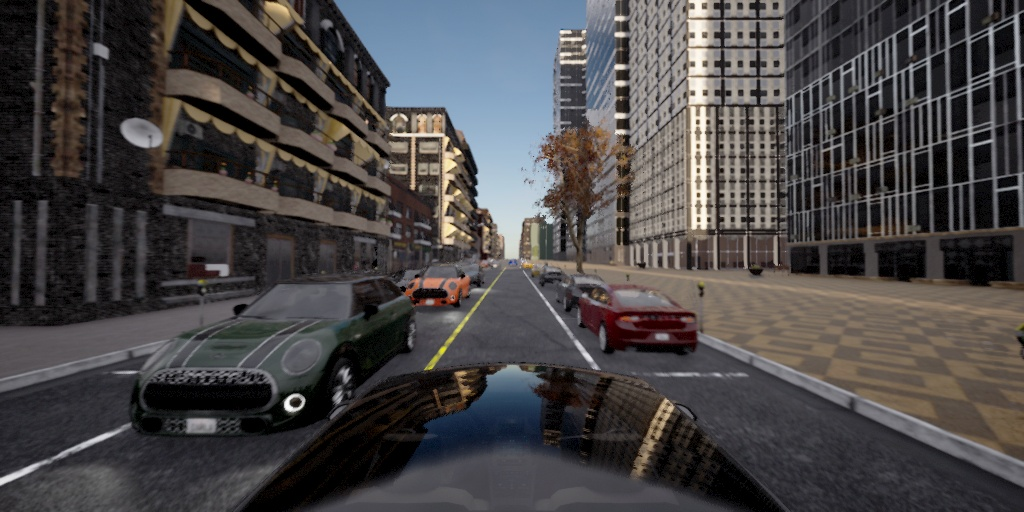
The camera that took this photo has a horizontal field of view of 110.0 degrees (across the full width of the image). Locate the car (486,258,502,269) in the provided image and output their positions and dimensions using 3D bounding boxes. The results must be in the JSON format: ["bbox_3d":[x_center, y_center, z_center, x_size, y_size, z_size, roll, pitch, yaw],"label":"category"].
[{"bbox_3d":[-2.828,1.491,62.823,2.128,1.511,4.902,0,0,1],"label":"car"}]

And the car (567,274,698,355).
[{"bbox_3d":[2.707,1.330,8.700,1.888,1.381,4.507,0,0,0],"label":"car"}]

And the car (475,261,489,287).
[{"bbox_3d":[-2.974,1.343,25.690,1.837,1.490,4.892,0,0,1],"label":"car"}]

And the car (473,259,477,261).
[{"bbox_3d":[-5.559,1.425,41.978,1.751,1.417,4.829,0,0,0],"label":"car"}]

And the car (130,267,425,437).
[{"bbox_3d":[-3.091,1.110,5.823,2.097,1.767,4.553,0,0,0],"label":"car"}]

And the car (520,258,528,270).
[{"bbox_3d":[2.548,1.458,60.705,1.801,1.575,5.366,0,0,0],"label":"car"}]

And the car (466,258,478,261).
[{"bbox_3d":[-5.539,1.238,47.718,2.192,1.841,5.009,0,0,0],"label":"car"}]

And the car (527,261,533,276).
[{"bbox_3d":[2.804,1.424,36.719,1.751,1.417,4.829,0,0,0],"label":"car"}]

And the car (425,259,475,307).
[{"bbox_3d":[-3.049,1.149,15.677,2.097,1.767,4.553,0,0,0],"label":"car"}]

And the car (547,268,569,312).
[{"bbox_3d":[2.726,1.357,14.270,2.007,1.370,4.403,0,0,0],"label":"car"}]

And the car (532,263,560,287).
[{"bbox_3d":[2.765,1.402,25.409,2.007,1.370,4.403,0,0,0],"label":"car"}]
